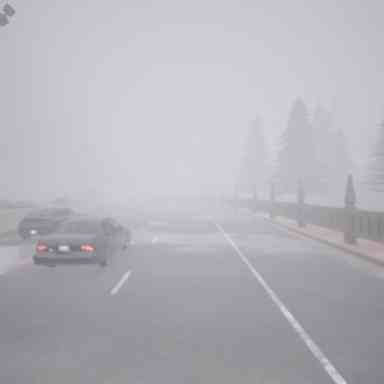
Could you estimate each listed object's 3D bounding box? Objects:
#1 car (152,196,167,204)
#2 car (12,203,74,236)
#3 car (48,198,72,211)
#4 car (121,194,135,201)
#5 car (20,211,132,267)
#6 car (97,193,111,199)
[{"bbox_3d":[-6.067,1.423,62.056,1.882,1.535,5.008,0,0,-21],"label":"car"},{"bbox_3d":[-6.898,1.490,16.874,1.837,1.490,4.892,0,0,0],"label":"car"},{"bbox_3d":[-15.926,1.468,40.475,1.837,1.490,4.892,0,0,-11],"label":"car"},{"bbox_3d":[-15.025,1.278,78.081,1.837,1.490,4.892,0,0,-32],"label":"car"},{"bbox_3d":[-3.396,1.537,11.325,2.033,1.411,5.357,0,0,0],"label":"car"},{"bbox_3d":[-24.204,1.122,91.409,2.097,1.767,4.553,0,0,-41],"label":"car"}]
